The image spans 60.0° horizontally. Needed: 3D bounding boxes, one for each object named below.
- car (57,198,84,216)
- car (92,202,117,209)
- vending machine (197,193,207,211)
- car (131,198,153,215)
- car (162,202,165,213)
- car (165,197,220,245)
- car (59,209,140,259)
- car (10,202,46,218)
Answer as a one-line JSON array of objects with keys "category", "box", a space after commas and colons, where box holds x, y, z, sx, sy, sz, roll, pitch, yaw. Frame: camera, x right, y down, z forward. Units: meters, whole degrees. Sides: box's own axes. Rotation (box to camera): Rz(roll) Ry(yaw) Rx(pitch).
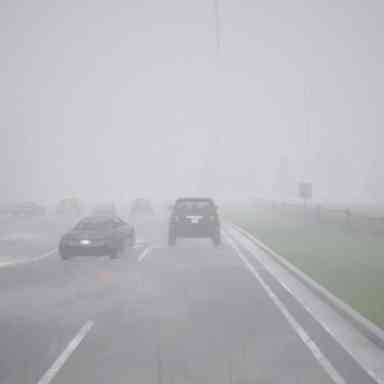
[{"category": "car", "box": [-12.176, 1.370, 33.572, 2.097, 1.767, 4.553, 0, 0, -11]}, {"category": "car", "box": [-8.061, 1.617, 30.981, 1.895, 1.301, 4.718, 0, 0, -9]}, {"category": "vending machine", "box": [1.217, 1.217, 40.709, 1.100, 2.100, 0.880, 0, 0, -13]}, {"category": "car", "box": [-5.089, 1.370, 33.731, 2.097, 1.767, 4.553, 0, 0, -10]}, {"category": "car", "box": [-2.199, 1.546, 37.310, 1.812, 1.442, 4.674, 0, 0, -12]}, {"category": "car", "box": [0.072, 1.230, 15.747, 2.150, 2.045, 5.566, 0, 0, -1]}, {"category": "car", "box": [-3.406, 1.571, 12.615, 1.994, 1.385, 4.181, 0, 0, 0]}, {"category": "car", "box": [-15.111, 1.617, 30.964, 1.895, 1.301, 4.718, 0, 0, -10]}]
